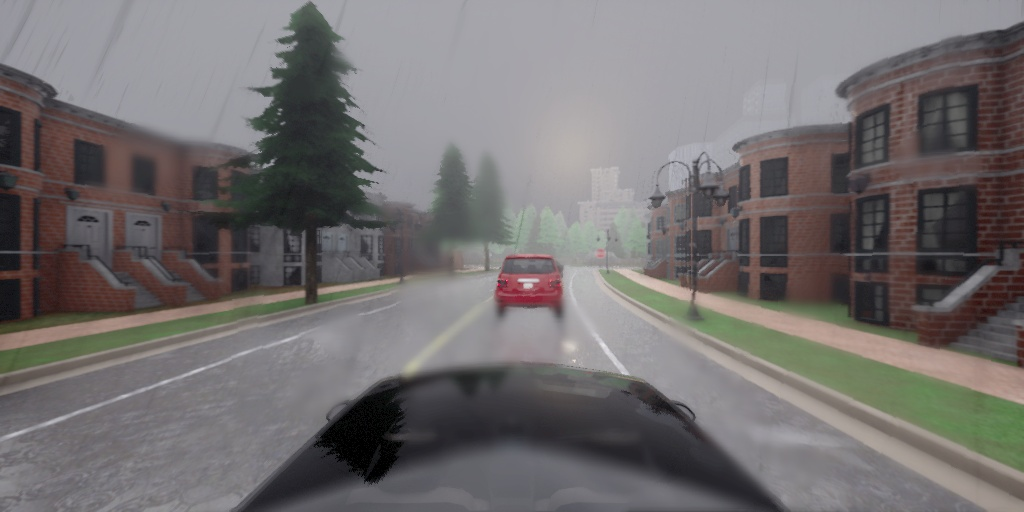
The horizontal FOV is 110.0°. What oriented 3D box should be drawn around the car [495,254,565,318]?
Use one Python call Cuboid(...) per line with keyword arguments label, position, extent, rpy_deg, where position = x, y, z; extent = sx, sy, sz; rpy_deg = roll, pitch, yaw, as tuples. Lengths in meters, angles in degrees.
Cuboid(label="car", position=(0.728, 0.957, 13.084), extent=(2.150, 2.045, 5.566), rpy_deg=(0, 0, 5))
